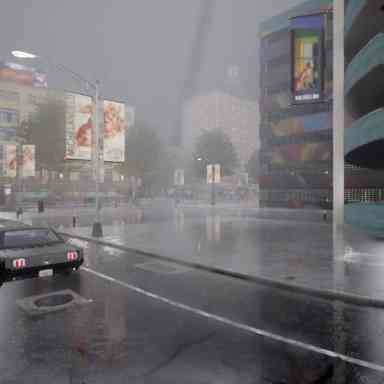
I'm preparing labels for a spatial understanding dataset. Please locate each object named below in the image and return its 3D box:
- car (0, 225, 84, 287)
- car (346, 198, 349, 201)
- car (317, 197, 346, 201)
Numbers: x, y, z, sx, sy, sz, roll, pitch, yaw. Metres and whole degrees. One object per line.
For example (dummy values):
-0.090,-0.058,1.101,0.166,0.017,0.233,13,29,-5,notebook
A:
-4.935,1.601,9.369,1.895,1.301,4.718,0,0,-44,car
23.629,1.413,53.837,4.786,1.482,2.161,0,0,-42,car
17.393,1.320,42.573,4.674,1.452,2.002,0,0,-42,car
